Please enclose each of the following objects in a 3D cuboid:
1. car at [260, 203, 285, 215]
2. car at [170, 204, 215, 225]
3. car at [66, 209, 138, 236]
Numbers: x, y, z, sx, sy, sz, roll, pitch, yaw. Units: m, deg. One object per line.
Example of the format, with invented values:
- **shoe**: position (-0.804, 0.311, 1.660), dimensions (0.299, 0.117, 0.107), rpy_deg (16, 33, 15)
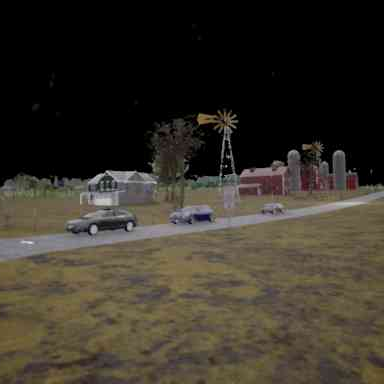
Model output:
- **car**: position (10.549, 2.183, 43.514), dimensions (1.837, 1.490, 4.892), rpy_deg (-2, -2, 36)
- **car**: position (0.072, 1.869, 28.989), dimensions (2.097, 1.767, 4.553), rpy_deg (-2, -2, 36)
- **car**: position (-5.587, 1.850, 21.101), dimensions (1.837, 1.490, 4.892), rpy_deg (-2, -2, 35)
